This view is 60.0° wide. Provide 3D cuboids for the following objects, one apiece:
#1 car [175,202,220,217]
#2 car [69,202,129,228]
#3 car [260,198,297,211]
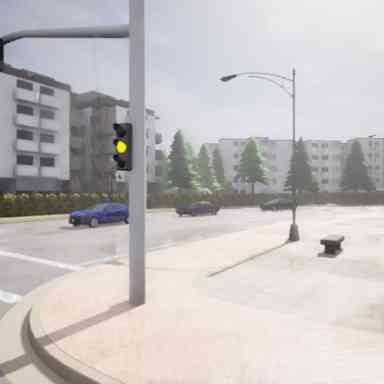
[{"bbox_3d":[0.553,1.612,31.539,1.895,1.301,4.718,0,0,41],"label":"car"},{"bbox_3d":[-5.950,1.489,22.606,1.882,1.535,5.008,0,0,34],"label":"car"},{"bbox_3d":[10.368,1.487,39.973,5.008,1.535,1.882,-1,0,-32],"label":"car"}]
